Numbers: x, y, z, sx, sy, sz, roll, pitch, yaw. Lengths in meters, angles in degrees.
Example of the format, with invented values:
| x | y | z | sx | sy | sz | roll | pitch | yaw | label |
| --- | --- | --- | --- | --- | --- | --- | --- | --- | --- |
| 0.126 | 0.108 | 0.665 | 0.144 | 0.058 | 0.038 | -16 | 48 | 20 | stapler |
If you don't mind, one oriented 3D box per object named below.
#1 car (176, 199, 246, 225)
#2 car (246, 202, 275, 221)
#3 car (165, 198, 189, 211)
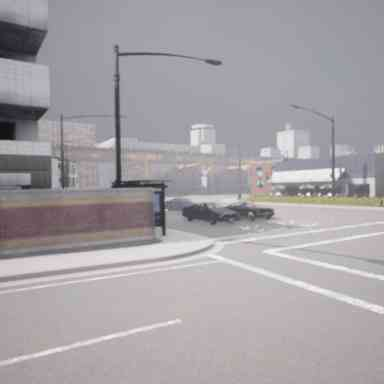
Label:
| x | y | z | sx | sy | sz | roll | pitch | yaw | label |
| --- | --- | --- | --- | --- | --- | --- | --- | --- | --- |
| 1.226 | 1.448 | 24.048 | 2.033 | 1.411 | 5.357 | -1 | 1 | -31 | car |
| 4.219 | 1.425 | 25.869 | 1.895 | 1.301 | 4.718 | -1 | 1 | -31 | car |
| -0.959 | 1.341 | 34.647 | 2.033 | 1.411 | 5.357 | -1 | 1 | -30 | car |
